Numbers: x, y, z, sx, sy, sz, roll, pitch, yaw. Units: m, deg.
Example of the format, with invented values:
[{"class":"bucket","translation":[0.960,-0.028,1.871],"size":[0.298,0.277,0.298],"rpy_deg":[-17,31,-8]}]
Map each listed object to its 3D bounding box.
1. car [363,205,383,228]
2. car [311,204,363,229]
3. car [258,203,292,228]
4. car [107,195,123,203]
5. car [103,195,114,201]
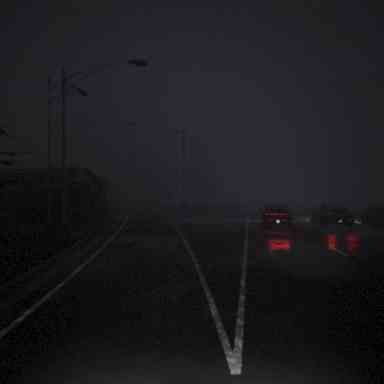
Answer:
[{"class":"car","translation":[12.590,1.548,21.803],"size":[1.994,1.385,4.181],"rpy_deg":[0,0,10]},{"class":"car","translation":[9.008,1.488,21.640],"size":[2.128,1.511,4.902],"rpy_deg":[0,0,10]},{"class":"car","translation":[5.579,1.514,22.351],"size":[1.837,1.490,4.892],"rpy_deg":[0,0,10]},{"class":"car","translation":[-17.308,1.506,75.990],"size":[2.097,1.767,4.553],"rpy_deg":[0,0,-23]},{"class":"car","translation":[-21.381,1.543,85.293],"size":[1.812,1.442,4.674],"rpy_deg":[0,0,-26]}]
